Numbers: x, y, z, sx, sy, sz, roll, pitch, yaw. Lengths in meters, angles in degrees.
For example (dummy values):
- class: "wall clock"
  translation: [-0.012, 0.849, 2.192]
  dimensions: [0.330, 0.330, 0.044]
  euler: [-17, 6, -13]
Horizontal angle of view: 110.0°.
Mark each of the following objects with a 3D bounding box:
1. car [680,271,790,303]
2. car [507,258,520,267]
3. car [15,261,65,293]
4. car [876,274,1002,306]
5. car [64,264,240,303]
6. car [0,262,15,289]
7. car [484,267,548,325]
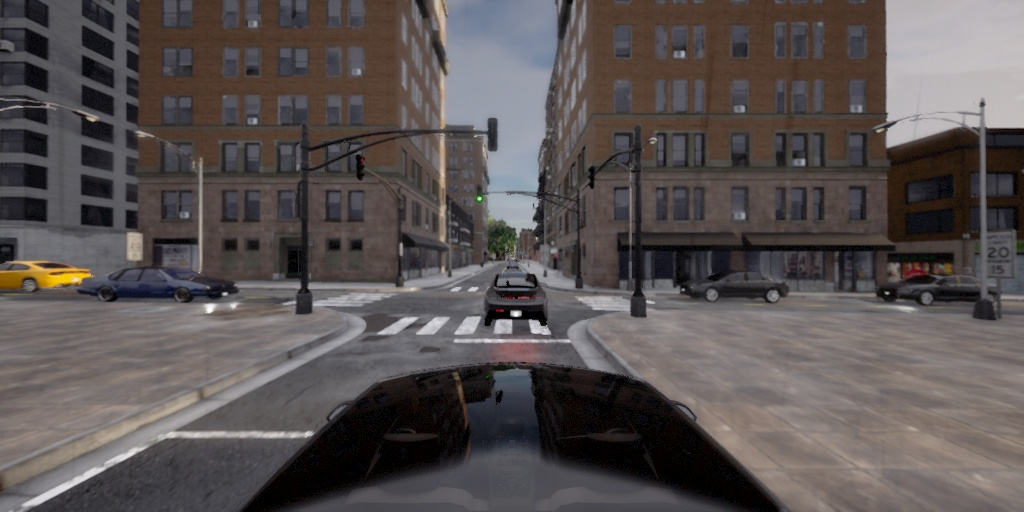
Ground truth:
- class: "car"
  translation: [10.962, 1.481, 17.843]
  dimensions: [4.892, 1.490, 1.837]
  euler: [1, 0, 1]
- class: "car"
  translation: [0.137, 1.521, 59.725]
  dimensions: [1.994, 1.385, 4.181]
  euler: [0, 0, 0]
- class: "car"
  translation: [-24.209, 0.980, 17.851]
  dimensions: [5.008, 1.535, 1.882]
  euler: [1, 0, 0]
- class: "car"
  translation: [21.049, 1.648, 17.801]
  dimensions: [4.892, 1.490, 1.837]
  euler: [1, 0, 0]
- class: "car"
  translation: [-14.533, 1.150, 14.884]
  dimensions: [5.357, 1.411, 2.033]
  euler: [1, 0, 0]
- class: "car"
  translation: [-24.680, 0.972, 14.895]
  dimensions: [4.902, 1.511, 2.128]
  euler: [1, 0, 0]
- class: "car"
  translation: [0.115, 1.283, 11.946]
  dimensions: [1.837, 1.490, 4.892]
  euler: [1, 0, 0]
